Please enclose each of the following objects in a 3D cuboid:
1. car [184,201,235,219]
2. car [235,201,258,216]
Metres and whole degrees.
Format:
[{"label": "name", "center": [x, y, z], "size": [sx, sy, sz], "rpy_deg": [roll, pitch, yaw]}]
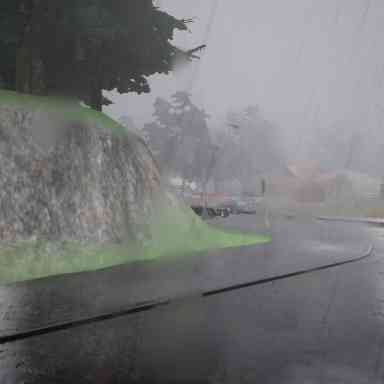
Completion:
[{"label": "car", "center": [1.288, 1.601, 29.672], "size": [1.895, 1.301, 4.718], "rpy_deg": [0, 0, -35]}, {"label": "car", "center": [4.059, 1.547, 32.996], "size": [2.033, 1.411, 5.357], "rpy_deg": [0, 0, -36]}]
